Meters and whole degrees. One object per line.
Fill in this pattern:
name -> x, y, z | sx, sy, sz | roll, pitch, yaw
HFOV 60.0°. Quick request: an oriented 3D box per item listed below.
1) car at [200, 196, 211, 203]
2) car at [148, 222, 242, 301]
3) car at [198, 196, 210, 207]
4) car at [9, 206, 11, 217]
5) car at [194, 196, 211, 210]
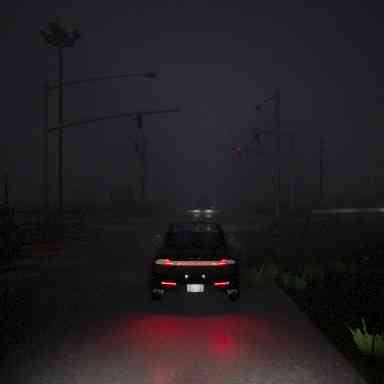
car -> 2.744, 1.529, 67.479 | 1.994, 1.385, 4.181 | 0, 0, 4
car -> 0.079, 1.492, 8.323 | 2.128, 1.511, 4.902 | 0, 0, 0
car -> 1.954, 1.443, 53.310 | 1.882, 1.535, 5.008 | 0, 0, 3
car -> -16.089, 1.224, 24.089 | 5.566, 2.045, 2.150 | 0, 0, 0
car -> 1.422, 1.491, 42.909 | 1.812, 1.442, 4.674 | 0, 0, 3
